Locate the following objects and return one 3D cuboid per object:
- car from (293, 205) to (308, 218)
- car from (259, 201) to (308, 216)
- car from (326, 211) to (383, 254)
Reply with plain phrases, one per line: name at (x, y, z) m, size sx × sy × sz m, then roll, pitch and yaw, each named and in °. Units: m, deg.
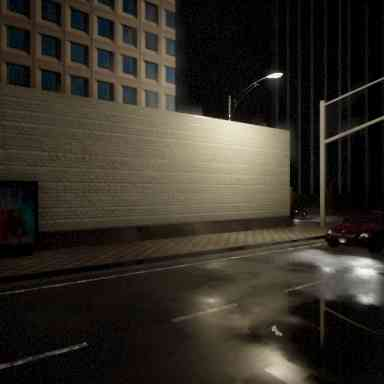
car at (8.123, 1.581, 29.977) m, size 1.812 × 1.442 × 4.674 m, roll 0°, pitch 0°, yaw -36°
car at (9.324, 1.656, 34.302) m, size 1.895 × 1.301 × 4.718 m, roll 0°, pitch 0°, yaw -36°
car at (7.450, 1.525, 13.636) m, size 4.674 × 1.442 × 1.812 m, roll 0°, pitch 0°, yaw -36°
